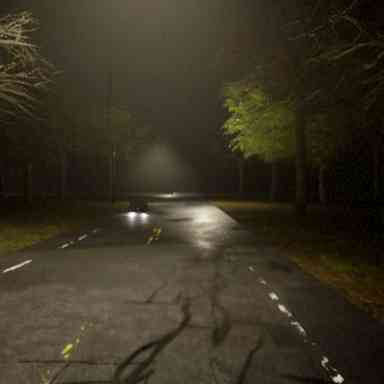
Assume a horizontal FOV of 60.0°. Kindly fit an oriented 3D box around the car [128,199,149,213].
[{"bbox_3d":[-5.593,1.432,35.065,1.994,1.385,4.181,0,0,-7],"label":"car"}]
